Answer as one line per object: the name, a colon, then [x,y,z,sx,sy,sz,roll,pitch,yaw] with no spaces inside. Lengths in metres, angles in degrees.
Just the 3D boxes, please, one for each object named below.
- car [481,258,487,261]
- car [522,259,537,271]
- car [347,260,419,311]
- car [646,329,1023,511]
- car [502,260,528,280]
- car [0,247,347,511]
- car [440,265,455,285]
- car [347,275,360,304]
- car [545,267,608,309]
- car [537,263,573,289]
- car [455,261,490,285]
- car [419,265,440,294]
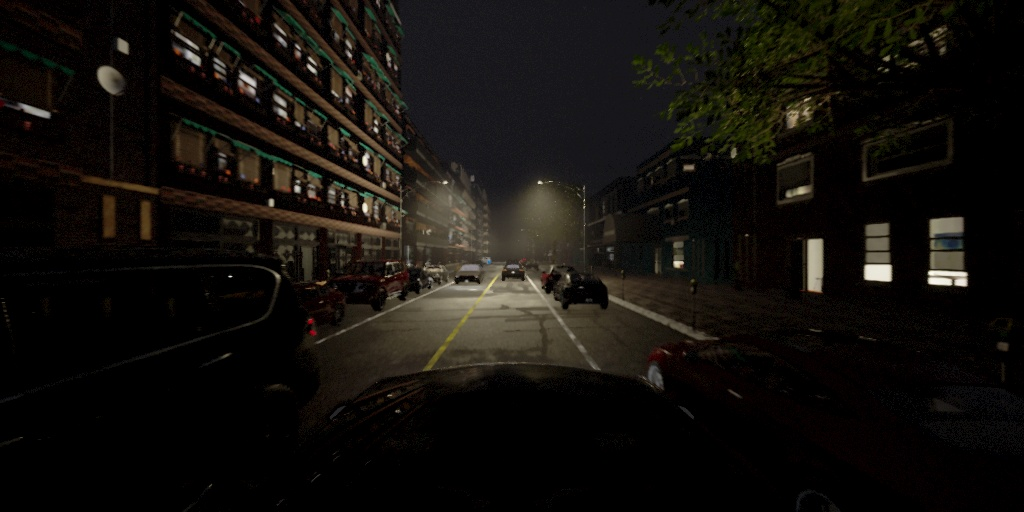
car: [-5.683,1.384,60.277,1.948,1.339,4.313,0,0,0]
car: [2.697,1.349,48.882,2.007,1.370,4.403,0,0,0]
car: [-5.688,1.071,14.704,2.192,1.841,5.009,0,0,0]
car: [2.692,1.332,3.309,1.802,1.307,4.207,0,0,0]
car: [0.105,1.339,31.741,1.994,1.385,4.181,0,0,0]
car: [-3.094,0.968,1.476,2.150,2.045,5.566,0,0,1]
car: [-5.686,1.318,26.097,2.007,1.370,4.403,0,0,0]
car: [-5.689,1.334,9.008,1.802,1.307,4.207,0,0,0]
car: [2.693,1.307,14.702,2.007,1.370,4.403,0,0,0]
car: [2.694,1.201,20.398,1.967,1.591,4.097,0,0,0]
car: [-3.031,1.316,26.769,2.033,1.411,5.357,0,0,0]
car: [-5.687,1.327,20.401,1.948,1.339,4.313,0,0,0]
